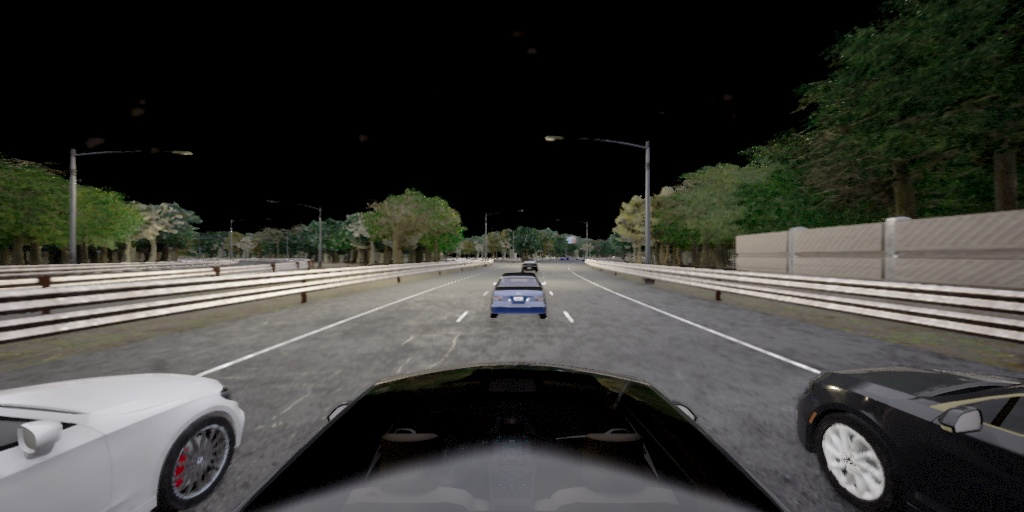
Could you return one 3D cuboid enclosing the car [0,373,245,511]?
[{"bbox_3d":[-3.394,1.275,1.355,1.812,1.442,4.674,0,0,0],"label":"car"}]

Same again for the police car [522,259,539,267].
[{"bbox_3d":[2.272,1.183,43.955,1.930,1.638,5.238,0,0,6],"label":"police car"}]

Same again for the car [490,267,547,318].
[{"bbox_3d":[0.259,1.300,13.018,2.033,1.411,5.357,0,0,2],"label":"car"}]

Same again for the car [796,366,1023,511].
[{"bbox_3d":[3.606,1.255,1.390,1.837,1.490,4.892,0,0,0],"label":"car"}]
